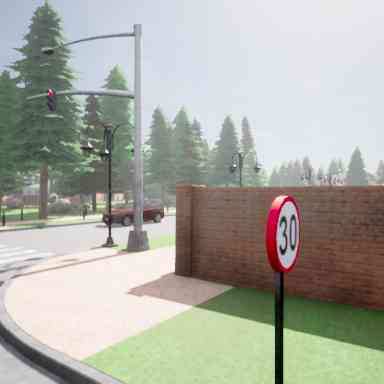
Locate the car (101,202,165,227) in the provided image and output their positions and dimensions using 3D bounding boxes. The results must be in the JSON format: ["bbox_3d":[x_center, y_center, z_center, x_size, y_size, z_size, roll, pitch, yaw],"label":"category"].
[{"bbox_3d":[-3.991,1.455,23.142,1.882,1.535,5.008,0,0,35],"label":"car"}]
